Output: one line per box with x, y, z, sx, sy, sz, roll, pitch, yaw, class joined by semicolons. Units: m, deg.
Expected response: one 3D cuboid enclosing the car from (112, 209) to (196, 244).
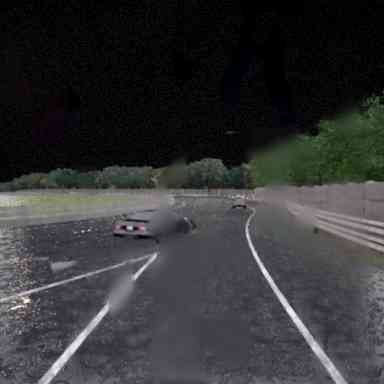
-1.579;1.530;15.913;2.033;1.411;5.357;0;0;23;car

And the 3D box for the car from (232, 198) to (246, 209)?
6.666;1.578;47.309;2.033;1.411;5.357;0;0;6;car
